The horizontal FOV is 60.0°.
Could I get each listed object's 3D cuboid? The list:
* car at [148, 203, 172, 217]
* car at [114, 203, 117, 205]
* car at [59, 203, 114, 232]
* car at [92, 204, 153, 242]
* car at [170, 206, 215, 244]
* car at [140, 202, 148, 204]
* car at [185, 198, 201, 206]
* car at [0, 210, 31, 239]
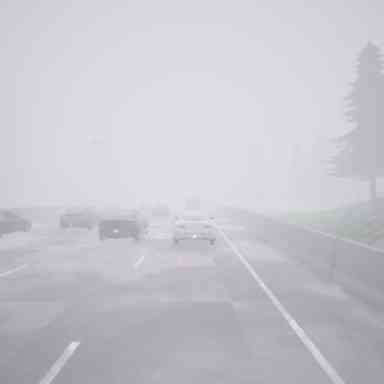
[{"bbox_3d":[-3.391,2.001,37.240,1.994,1.385,4.181,0,-1,0],"label":"car"},{"bbox_3d":[-10.392,2.129,43.616,1.994,1.385,4.181,0,-1,0],"label":"car"},{"bbox_3d":[-6.895,1.679,21.493,2.128,1.511,4.902,0,-1,0],"label":"car"},{"bbox_3d":[-3.396,1.614,17.325,1.882,1.535,5.008,0,0,0],"label":"car"},{"bbox_3d":[0.103,1.650,16.343,1.812,1.442,4.674,0,0,0],"label":"car"},{"bbox_3d":[-6.893,2.247,49.259,2.033,1.411,5.357,0,-1,0],"label":"car"},{"bbox_3d":[0.108,1.890,49.405,2.150,2.045,5.566,0,-1,0],"label":"car"},{"bbox_3d":[-10.397,1.666,17.681,1.812,1.442,4.674,0,-1,0],"label":"car"}]
